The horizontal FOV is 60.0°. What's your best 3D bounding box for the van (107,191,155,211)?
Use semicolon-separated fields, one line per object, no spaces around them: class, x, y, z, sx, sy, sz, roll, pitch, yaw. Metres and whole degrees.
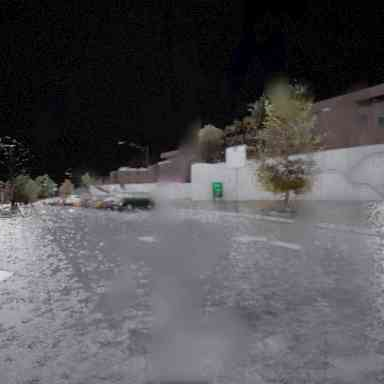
van;-5.879;0.917;33.720;1.878;1.987;4.442;-1;-1;43

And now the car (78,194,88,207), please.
car;-14.021;1.409;49.678;2.185;1.767;4.553;-1;-1;43

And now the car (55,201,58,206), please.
car;-29.123;2.307;78.724;2.185;1.767;4.553;-3;-2;43

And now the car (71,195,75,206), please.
car;-16.669;1.663;55.079;1.946;1.575;5.366;-2;-2;43

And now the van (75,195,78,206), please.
van;-15.495;1.374;52.212;1.878;1.987;4.442;-1;-1;42

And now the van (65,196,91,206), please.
van;-22.365;1.724;65.420;1.878;1.987;4.442;-2;-2;43

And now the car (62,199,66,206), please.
car;-20.900;1.619;62.889;2.435;2.045;5.566;-2;-2;43

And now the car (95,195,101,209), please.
car;-8.543;1.314;39.087;2.002;1.452;4.674;-1;-1;43

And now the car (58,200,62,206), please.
car;-23.677;1.783;68.121;2.435;2.045;5.566;-2;-2;43

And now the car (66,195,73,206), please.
car;-19.533;1.799;60.222;2.097;1.535;5.008;-1;-1;43

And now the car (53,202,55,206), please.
car;-30.523;2.547;81.334;2.097;1.535;5.008;-3;-3;43

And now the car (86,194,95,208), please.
car;-10.044;1.336;41.591;1.946;1.575;5.366;-1;-1;43

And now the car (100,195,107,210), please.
car;-7.178;1.249;36.446;2.002;1.452;4.674;-2;-2;43
